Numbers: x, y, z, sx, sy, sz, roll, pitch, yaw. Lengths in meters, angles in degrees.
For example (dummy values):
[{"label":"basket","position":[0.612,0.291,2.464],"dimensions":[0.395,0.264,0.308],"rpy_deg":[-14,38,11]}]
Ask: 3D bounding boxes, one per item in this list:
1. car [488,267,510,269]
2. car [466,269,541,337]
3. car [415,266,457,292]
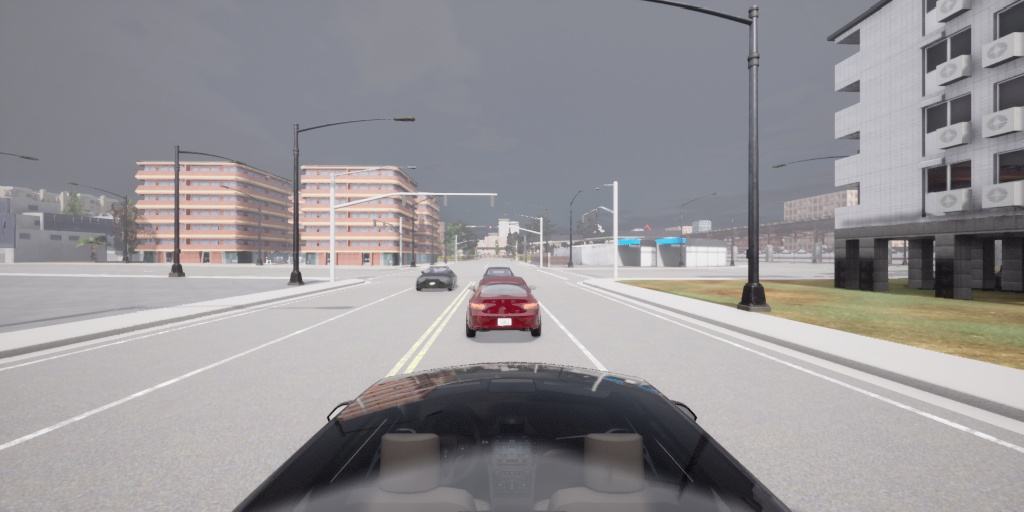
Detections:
[{"label":"car","position":[-0.727,1.297,19.729],"dimensions":[2.033,1.411,5.357],"rpy_deg":[0,0,-3]},{"label":"car","position":[-0.269,1.276,10.155],"dimensions":[1.812,1.442,4.674],"rpy_deg":[0,0,-3]},{"label":"car","position":[-4.421,1.315,21.449],"dimensions":[1.994,1.385,4.181],"rpy_deg":[0,0,-3]}]
